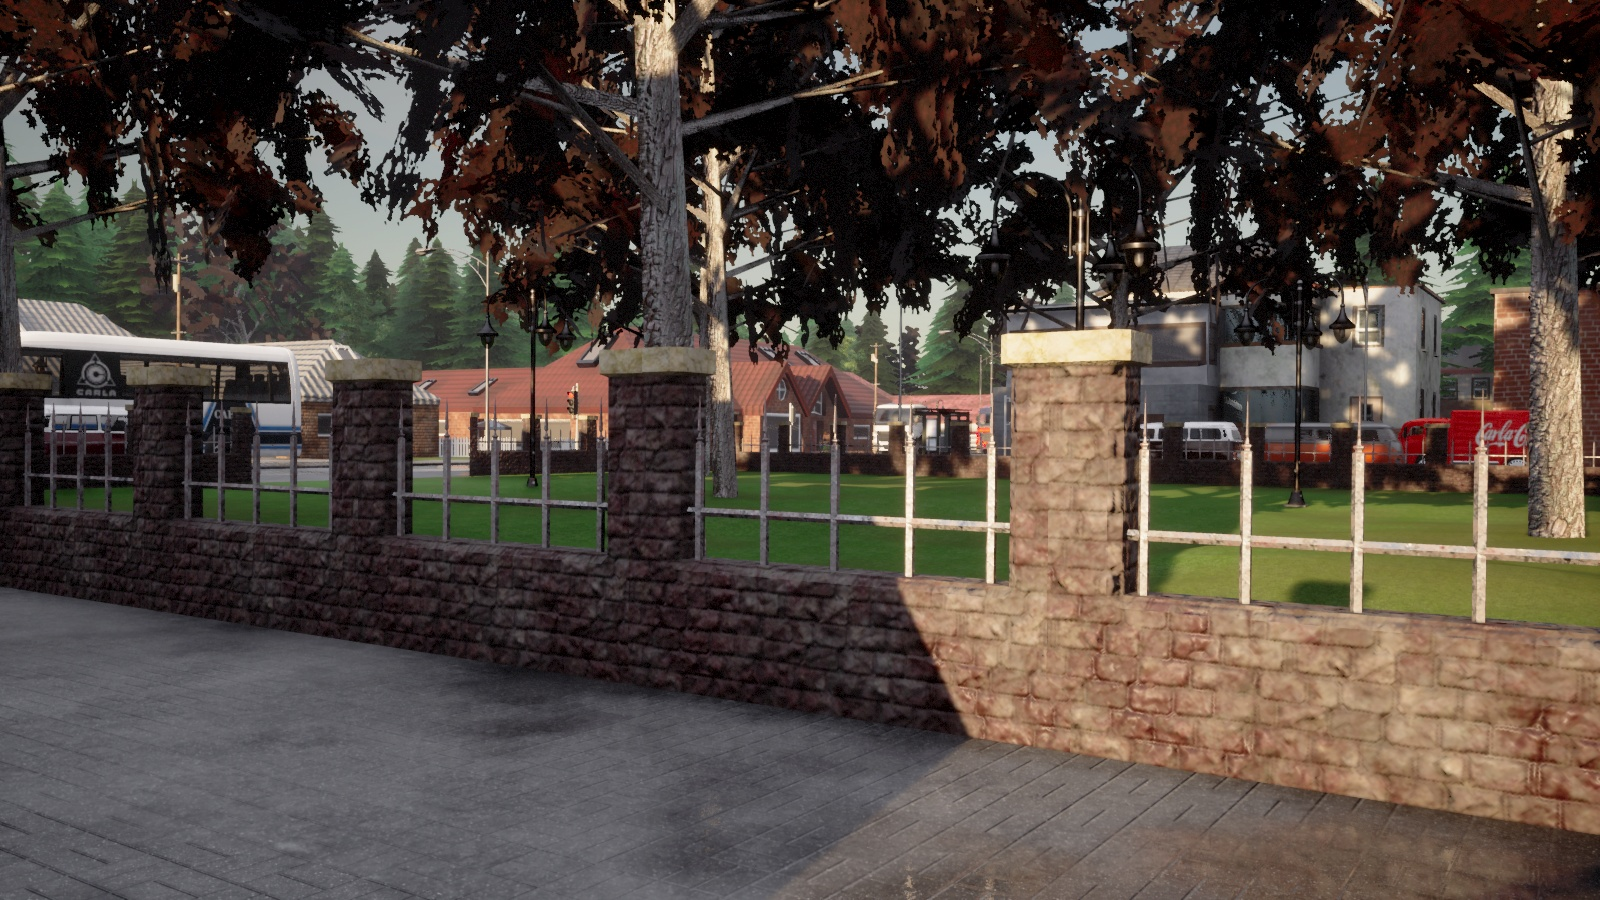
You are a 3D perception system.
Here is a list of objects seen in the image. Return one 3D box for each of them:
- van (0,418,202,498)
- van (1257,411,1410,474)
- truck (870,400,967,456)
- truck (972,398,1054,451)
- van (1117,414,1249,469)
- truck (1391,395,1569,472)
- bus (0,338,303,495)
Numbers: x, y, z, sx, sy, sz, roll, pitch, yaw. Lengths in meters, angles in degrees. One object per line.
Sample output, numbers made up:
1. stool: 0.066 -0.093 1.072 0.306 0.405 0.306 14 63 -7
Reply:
1. van: -19.074 0.159 34.308 2.069 2.038 4.480 0 1 33
2. van: 17.808 -0.250 41.962 4.442 1.987 1.775 0 1 33
3. truck: 7.856 -1.442 82.079 2.891 3.462 7.936 0 1 34
4. truck: 16.144 -1.869 94.542 2.891 3.827 8.468 0 1 34
5. van: 14.833 -0.345 48.741 4.480 2.038 2.069 0 1 34
6. truck: 23.320 -0.555 43.110 5.204 2.467 2.627 0 1 32
7. bus: -21.067 -0.982 38.613 3.944 4.253 10.273 0 1 33
